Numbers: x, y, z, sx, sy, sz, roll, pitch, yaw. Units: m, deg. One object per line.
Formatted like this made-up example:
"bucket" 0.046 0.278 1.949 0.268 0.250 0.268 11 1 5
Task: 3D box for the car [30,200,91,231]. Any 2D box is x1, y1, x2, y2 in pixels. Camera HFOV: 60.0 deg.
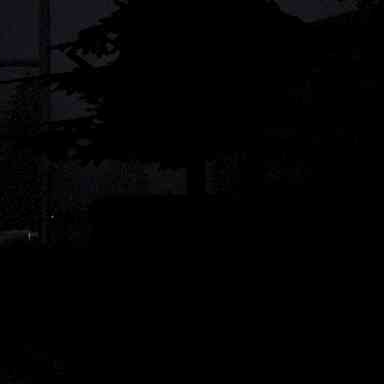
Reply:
"car" -7.413 1.334 20.433 2.097 1.767 4.553 0 0 36
